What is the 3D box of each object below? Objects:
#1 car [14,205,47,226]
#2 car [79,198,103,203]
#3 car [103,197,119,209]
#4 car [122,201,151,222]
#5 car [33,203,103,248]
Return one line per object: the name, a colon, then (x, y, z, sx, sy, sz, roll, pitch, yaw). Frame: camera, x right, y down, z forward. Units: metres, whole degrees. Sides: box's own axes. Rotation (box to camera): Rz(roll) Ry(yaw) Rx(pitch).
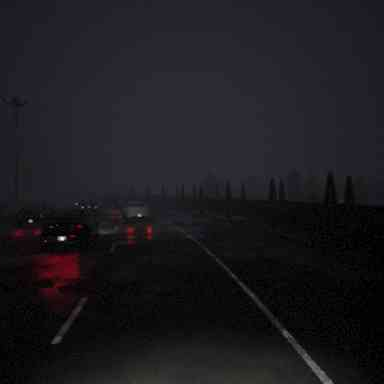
car: (-10.837, 1.548, 23.213, 1.895, 1.301, 4.718, 0, 0, -16)
car: (-10.317, 1.438, 32.687, 2.033, 1.411, 5.357, -1, 0, -21)
car: (-10.519, 1.346, 41.774, 1.837, 1.490, 4.892, 0, 0, -25)
car: (-4.301, 1.413, 25.558, 1.812, 1.442, 4.674, 0, 0, -15)
car: (-5.258, 1.459, 14.737, 1.837, 1.490, 4.892, 0, 0, -10)
